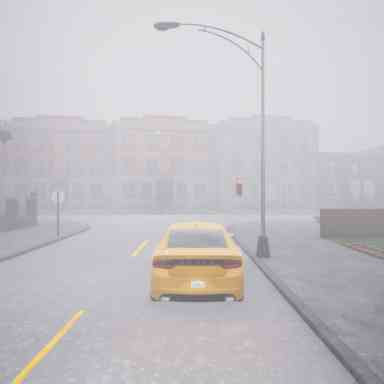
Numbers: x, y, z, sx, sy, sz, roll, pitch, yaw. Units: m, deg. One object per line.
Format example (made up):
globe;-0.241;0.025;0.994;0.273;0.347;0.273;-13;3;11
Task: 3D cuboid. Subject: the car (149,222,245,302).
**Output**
car;0.107;1.478;8.334;1.882;1.535;5.008;0;0;0
